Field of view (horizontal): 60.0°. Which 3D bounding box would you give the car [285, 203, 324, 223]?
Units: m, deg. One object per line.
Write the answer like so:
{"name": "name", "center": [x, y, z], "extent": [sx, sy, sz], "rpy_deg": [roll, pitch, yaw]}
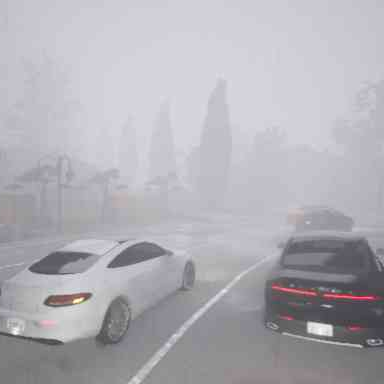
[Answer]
{"name": "car", "center": [9.234, 1.640, 25.457], "extent": [5.008, 1.535, 1.882], "rpy_deg": [0, -1, -34]}

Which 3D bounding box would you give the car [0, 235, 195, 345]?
{"name": "car", "center": [-1.471, 1.568, 6.511], "extent": [1.812, 1.442, 4.674], "rpy_deg": [-1, 0, 21]}

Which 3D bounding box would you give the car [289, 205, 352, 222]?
{"name": "car", "center": [7.850, 1.658, 19.639], "extent": [4.181, 1.385, 1.994], "rpy_deg": [0, -1, -43]}

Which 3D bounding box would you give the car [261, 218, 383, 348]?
{"name": "car", "center": [2.661, 1.509, 6.448], "extent": [1.837, 1.490, 4.892], "rpy_deg": [-1, 0, 25]}
